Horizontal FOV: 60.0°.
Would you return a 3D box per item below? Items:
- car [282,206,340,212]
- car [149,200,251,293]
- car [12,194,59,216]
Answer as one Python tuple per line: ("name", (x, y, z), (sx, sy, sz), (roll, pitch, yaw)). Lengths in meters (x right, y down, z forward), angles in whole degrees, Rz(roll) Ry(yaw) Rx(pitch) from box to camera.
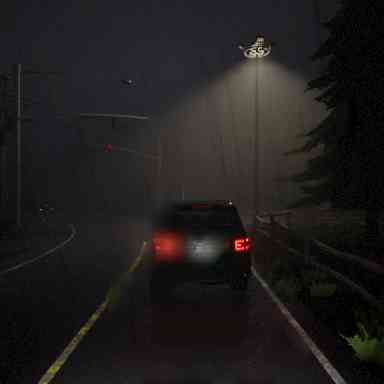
("car", (10.708, 1.627, 30.182), (4.718, 1.301, 1.895), (0, 0, 0))
("car", (0.010, 1.221, 9.105), (2.150, 2.045, 5.566), (0, 0, -5))
("car", (-15.464, 1.224, 32.750), (5.566, 2.045, 2.150), (0, 0, 34))
